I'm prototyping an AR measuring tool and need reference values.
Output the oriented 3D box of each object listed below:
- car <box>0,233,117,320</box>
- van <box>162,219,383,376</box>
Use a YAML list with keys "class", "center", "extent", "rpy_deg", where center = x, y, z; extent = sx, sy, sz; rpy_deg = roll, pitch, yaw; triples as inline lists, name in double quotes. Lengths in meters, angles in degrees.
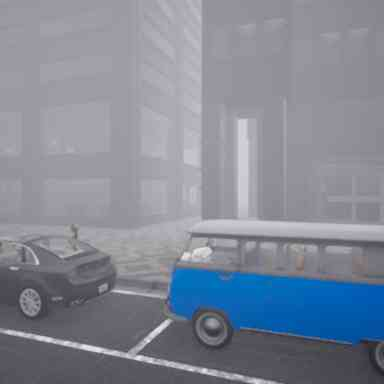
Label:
- class: "car"
  center: [-3.702, 1.557, 6.982]
  extent: [4.403, 1.369, 2.008]
  rpy_deg: [0, 0, 21]
- class: "van"
  center: [1.574, 1.349, 5.000]
  extent: [3.998, 1.788, 1.690]
  rpy_deg: [0, 0, 21]
